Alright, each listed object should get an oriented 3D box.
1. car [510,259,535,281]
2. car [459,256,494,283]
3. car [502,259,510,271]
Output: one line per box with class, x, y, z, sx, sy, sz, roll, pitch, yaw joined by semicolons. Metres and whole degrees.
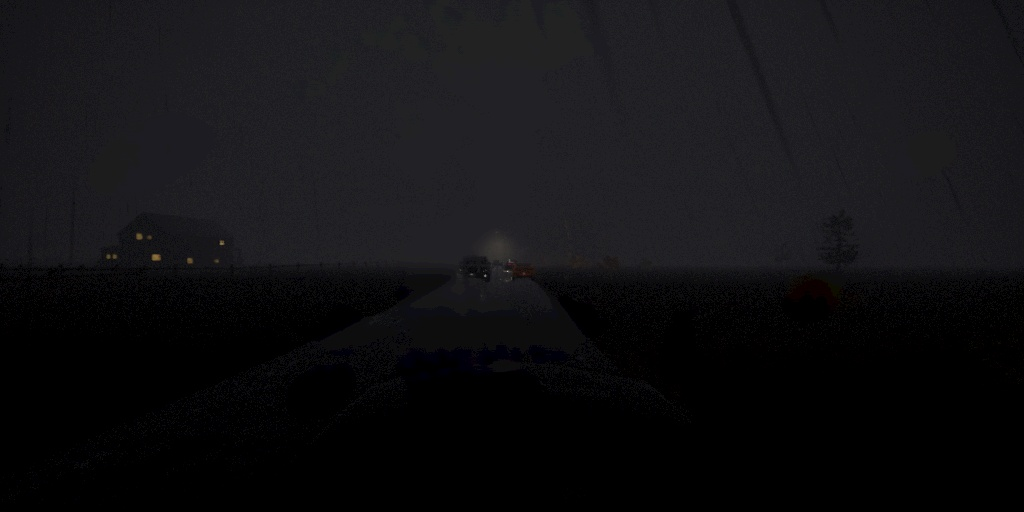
car;0.963;1.269;31.115;1.882;1.535;5.008;0;0;0
car;-2.846;1.007;28.648;2.150;2.045;5.566;0;0;0
car;0.016;1.324;50.326;2.128;1.511;4.902;0;0;0
